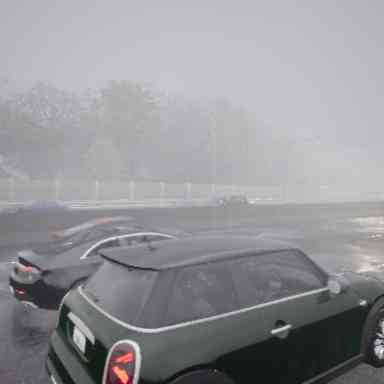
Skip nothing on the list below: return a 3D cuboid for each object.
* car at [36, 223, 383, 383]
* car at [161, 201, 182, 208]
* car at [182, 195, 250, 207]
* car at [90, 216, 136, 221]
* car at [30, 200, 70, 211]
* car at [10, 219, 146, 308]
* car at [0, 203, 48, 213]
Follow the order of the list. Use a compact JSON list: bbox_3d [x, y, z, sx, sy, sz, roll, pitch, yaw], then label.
[{"bbox_3d":[0.709,1.353,4.256,4.553,1.767,2.097,0,0,-35],"label":"car"},{"bbox_3d":[-0.572,1.560,33.675,5.357,1.411,2.033,0,0,-35],"label":"car"},{"bbox_3d":[2.276,1.231,27.106,5.566,2.045,2.150,0,0,-35],"label":"car"},{"bbox_3d":[-2.143,1.527,10.821,4.674,1.442,1.812,0,0,-35],"label":"car"},{"bbox_3d":[-13.303,1.480,28.895,5.008,1.535,1.882,0,0,-35],"label":"car"},{"bbox_3d":[-1.158,1.492,7.218,4.902,1.511,2.128,0,0,-36],"label":"car"},{"bbox_3d":[-12.059,1.602,21.189,4.718,1.301,1.895,0,0,-35],"label":"car"}]
